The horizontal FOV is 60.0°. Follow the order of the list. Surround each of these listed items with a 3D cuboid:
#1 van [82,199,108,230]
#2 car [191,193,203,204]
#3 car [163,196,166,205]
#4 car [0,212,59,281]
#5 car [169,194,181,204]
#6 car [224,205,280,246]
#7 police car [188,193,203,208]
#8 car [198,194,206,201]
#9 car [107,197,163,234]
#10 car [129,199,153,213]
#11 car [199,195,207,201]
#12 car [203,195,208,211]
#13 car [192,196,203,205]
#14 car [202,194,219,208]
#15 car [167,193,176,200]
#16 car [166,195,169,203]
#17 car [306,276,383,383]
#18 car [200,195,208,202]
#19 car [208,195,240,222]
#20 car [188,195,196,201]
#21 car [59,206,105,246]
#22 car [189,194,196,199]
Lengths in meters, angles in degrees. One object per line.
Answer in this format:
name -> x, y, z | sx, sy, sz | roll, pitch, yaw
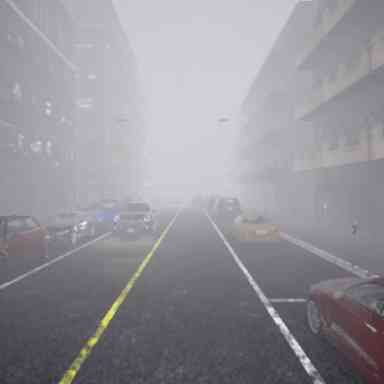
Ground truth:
van -> -5.659, 1.334, 20.616 | 1.690, 1.788, 3.998 | -1, 0, 0
car -> 0.934, 1.204, 64.256 | 2.150, 2.045, 5.566 | 0, 0, 0
car -> -5.672, 1.565, 54.228 | 1.802, 1.307, 4.206 | -1, 0, 0
car -> -5.663, 1.437, 9.412 | 1.967, 1.590, 4.097 | -1, 0, 0
car -> -3.002, 1.582, 60.223 | 1.895, 1.301, 4.718 | 0, 0, 1
car -> 2.688, 1.519, 15.151 | 1.752, 1.417, 4.829 | -1, 0, 0
police car -> 0.822, 1.409, 48.341 | 1.930, 1.638, 5.238 | 0, 0, 1
car -> 2.724, 1.413, 87.808 | 1.967, 1.590, 4.097 | -1, 0, 0
car -> -3.088, 1.345, 18.997 | 2.097, 1.767, 4.553 | 0, 0, 0
car -> -5.688, 1.538, 37.423 | 2.008, 1.369, 4.403 | -1, 0, 0
car -> 2.723, 1.540, 82.206 | 1.947, 1.339, 4.313 | -1, 0, 0
car -> 2.696, 1.302, 37.390 | 2.192, 1.841, 5.009 | -1, 0, 0
car -> 0.930, 1.436, 58.415 | 1.801, 1.575, 5.366 | 0, 0, 0
car -> 2.702, 1.298, 48.594 | 2.192, 1.841, 5.009 | -1, 0, 0
car -> -5.655, 1.288, 93.443 | 2.192, 1.841, 5.009 | -1, 0, 0
car -> -5.669, 1.563, 59.831 | 1.802, 1.307, 4.206 | -1, 0, 0
car -> 2.683, 1.580, 3.777 | 1.802, 1.307, 4.206 | -1, 0, 0
car -> 2.719, 1.501, 76.774 | 1.752, 1.417, 4.829 | -1, 0, 0
car -> 2.690, 1.305, 26.185 | 2.192, 1.841, 5.009 | -1, 0, 0
car -> 0.044, 1.406, 83.483 | 1.994, 1.385, 4.181 | 0, 0, 0
car -> -5.659, 1.546, 15.014 | 2.008, 1.369, 4.403 | -1, 0, 0
car -> 0.049, 1.340, 94.861 | 1.994, 1.385, 4.181 | 0, 0, 0
